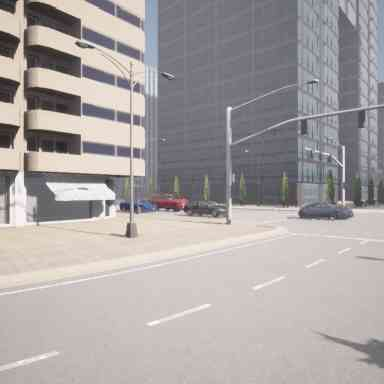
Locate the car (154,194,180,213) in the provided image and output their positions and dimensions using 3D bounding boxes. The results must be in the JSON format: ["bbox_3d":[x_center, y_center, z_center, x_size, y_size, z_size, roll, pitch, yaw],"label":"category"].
[{"bbox_3d":[-2.387,1.276,38.760,5.566,2.045,2.150,0,0,41],"label":"car"}]

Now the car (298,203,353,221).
[{"bbox_3d":[10.953,1.583,27.361,4.181,1.385,1.994,-1,0,41],"label":"car"}]

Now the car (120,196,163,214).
[{"bbox_3d":[-6.007,1.533,37.250,5.008,1.535,1.882,0,0,41],"label":"car"}]

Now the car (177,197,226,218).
[{"bbox_3d":[1.373,1.547,30.944,4.902,1.511,2.128,0,0,41],"label":"car"}]
